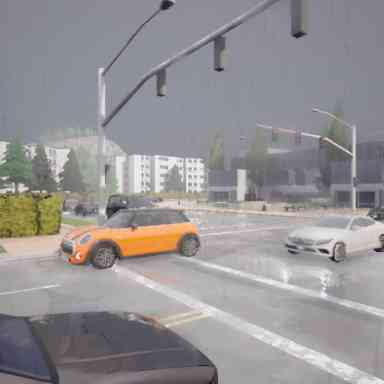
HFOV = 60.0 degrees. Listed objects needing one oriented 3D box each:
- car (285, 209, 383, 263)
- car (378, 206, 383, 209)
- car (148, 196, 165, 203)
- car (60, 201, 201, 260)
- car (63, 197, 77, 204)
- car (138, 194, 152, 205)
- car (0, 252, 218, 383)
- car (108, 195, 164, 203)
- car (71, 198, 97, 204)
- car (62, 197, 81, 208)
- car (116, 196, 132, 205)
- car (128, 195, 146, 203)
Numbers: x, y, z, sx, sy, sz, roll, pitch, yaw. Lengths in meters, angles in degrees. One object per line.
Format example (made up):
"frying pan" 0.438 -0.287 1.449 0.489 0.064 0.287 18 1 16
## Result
"car" 5.426 1.526 12.182 4.674 1.442 1.812 0 0 -36
"car" 15.146 1.505 24.399 4.892 1.490 1.837 0 1 -23
"car" -7.535 1.556 70.634 1.994 1.385 4.181 0 0 17
"car" -1.966 1.352 11.196 4.553 1.767 2.097 0 0 -36
"car" -14.395 1.526 39.718 1.812 1.442 4.674 0 0 -24
"car" -8.519 1.352 60.748 2.097 1.767 4.553 0 0 -2
"car" -2.305 1.547 2.121 5.357 1.411 2.033 0 0 -35
"car" -4.385 1.221 24.540 2.150 2.045 5.566 0 0 -39
"car" -9.923 1.564 32.145 1.994 1.385 4.181 0 0 -34
"car" -17.810 1.492 49.333 2.128 1.511 4.902 0 0 -13
"car" -11.975 1.492 58.899 2.128 1.511 4.902 0 0 -4
"car" -11.290 1.477 68.931 1.882 1.535 5.008 0 0 14
